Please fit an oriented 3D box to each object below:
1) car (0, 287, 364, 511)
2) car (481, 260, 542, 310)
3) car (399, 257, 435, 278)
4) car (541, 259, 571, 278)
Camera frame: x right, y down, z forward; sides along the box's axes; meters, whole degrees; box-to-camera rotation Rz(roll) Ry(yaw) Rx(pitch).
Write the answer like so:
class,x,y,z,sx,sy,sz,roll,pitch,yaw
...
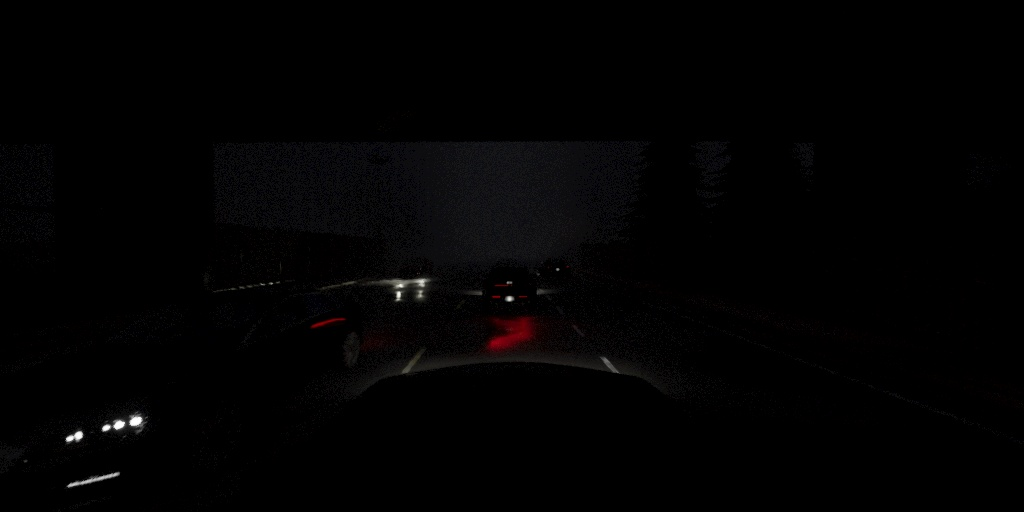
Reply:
class,x,y,z,sx,sy,sz,roll,pitch,yaw
car,-3.625,1.222,4.738,2.128,1.511,4.902,0,1,-1
car,-0.104,1.060,13.656,1.837,1.490,4.892,0,1,-1
car,-7.490,0.852,28.535,1.882,1.535,5.008,0,1,-1
car,3.178,0.873,27.077,1.994,1.385,4.181,0,1,-1
